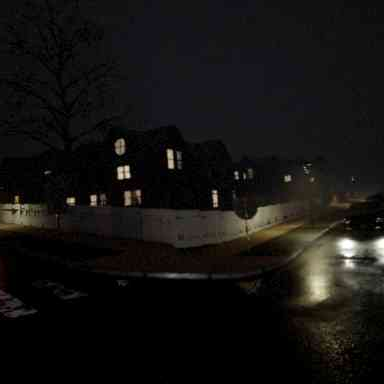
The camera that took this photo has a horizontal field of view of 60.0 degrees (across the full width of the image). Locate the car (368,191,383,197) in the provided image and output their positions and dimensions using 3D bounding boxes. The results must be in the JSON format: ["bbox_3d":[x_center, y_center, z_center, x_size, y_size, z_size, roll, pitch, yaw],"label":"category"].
[{"bbox_3d":[18.300,0.989,33.085,1.882,1.535,5.008,-6,-2,31],"label":"car"}]

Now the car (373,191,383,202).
[{"bbox_3d":[29.453,0.646,51.954,1.882,1.535,5.008,-6,-2,31],"label":"car"}]

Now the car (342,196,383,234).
[{"bbox_3d":[9.262,1.275,17.786,1.882,1.535,5.008,-6,-2,31],"label":"car"}]
